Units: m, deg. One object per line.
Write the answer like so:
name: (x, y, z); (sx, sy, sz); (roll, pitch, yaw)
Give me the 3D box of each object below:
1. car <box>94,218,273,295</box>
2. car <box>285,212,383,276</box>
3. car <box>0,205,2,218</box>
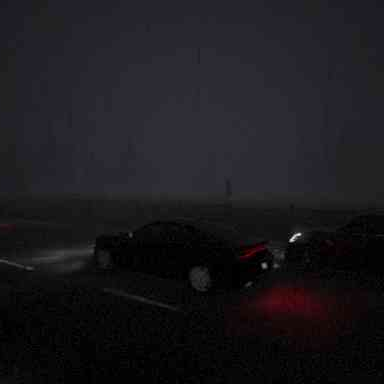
car: (-0.443, 1.399, 8.600); (5.008, 1.535, 1.882); (1, 1, 35)
car: (4.948, 1.335, 9.062); (4.553, 1.767, 2.097); (1, 1, 35)
car: (-14.388, 1.120, 21.327); (5.008, 1.535, 1.882); (1, 0, 27)
